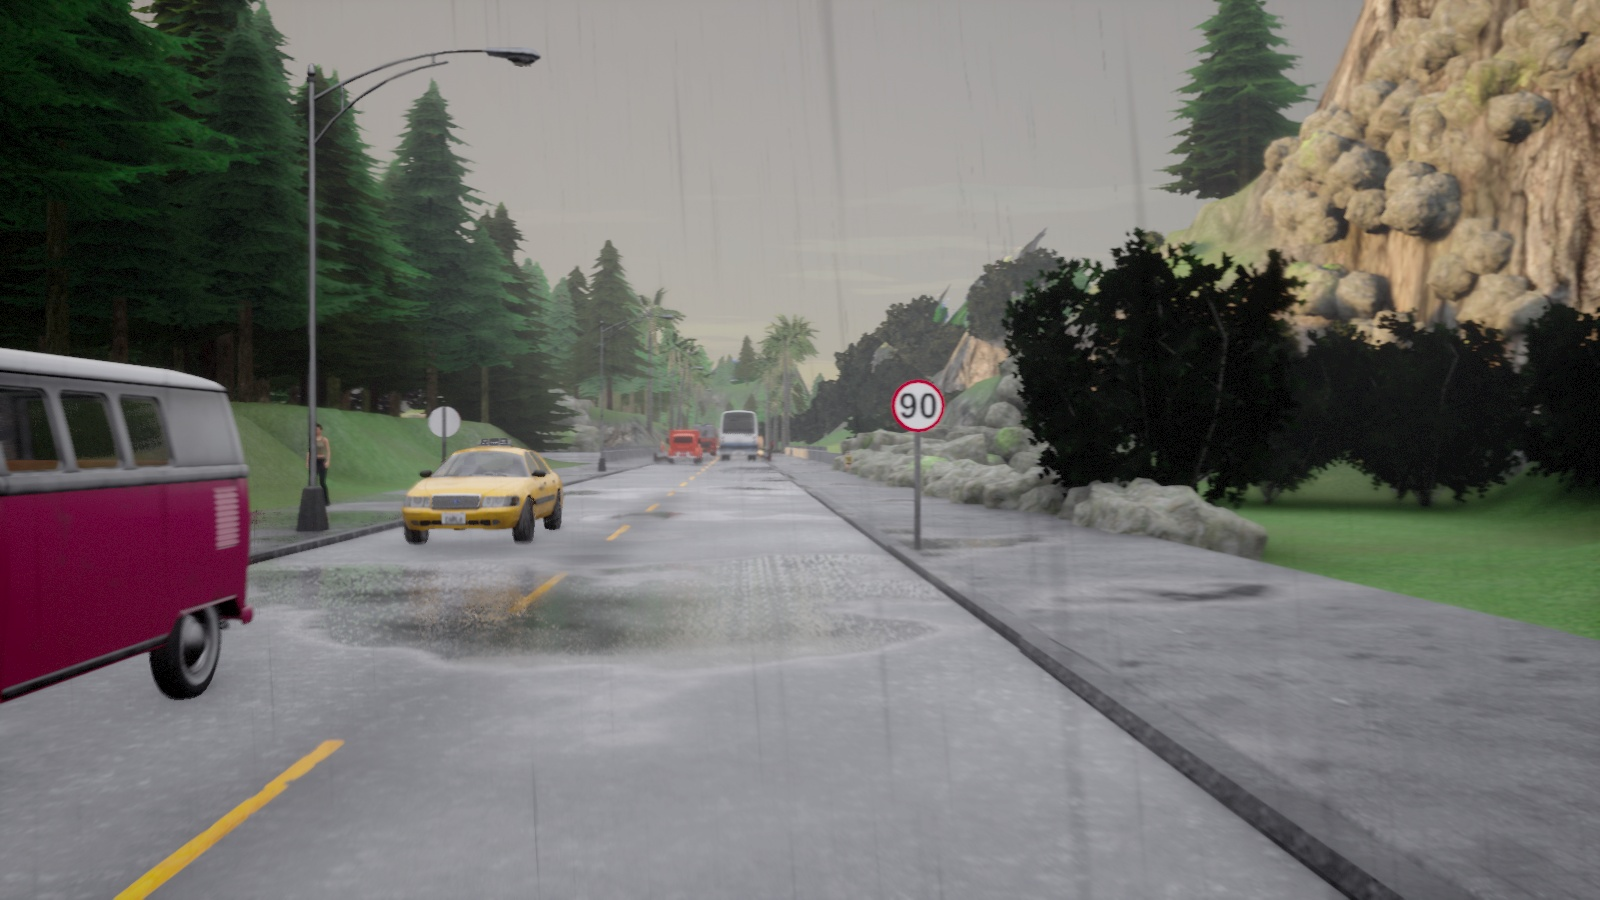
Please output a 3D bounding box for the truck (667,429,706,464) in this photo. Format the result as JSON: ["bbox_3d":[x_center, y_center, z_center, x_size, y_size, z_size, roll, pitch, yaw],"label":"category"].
[{"bbox_3d":[-8.298,-0.252,92.352,2.627,2.467,5.204,0,0,-3],"label":"truck"}]

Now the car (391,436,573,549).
[{"bbox_3d":[-4.928,0.572,20.216,1.801,1.575,5.366,0,0,-3],"label":"car"}]

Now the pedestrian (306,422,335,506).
[{"bbox_3d":[-10.537,0.303,27.612,0.345,1.836,0.594,0,0,9],"label":"pedestrian"}]

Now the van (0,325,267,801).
[{"bbox_3d":[-4.261,0.465,5.931,1.775,1.987,4.442,0,0,-3],"label":"van"}]
